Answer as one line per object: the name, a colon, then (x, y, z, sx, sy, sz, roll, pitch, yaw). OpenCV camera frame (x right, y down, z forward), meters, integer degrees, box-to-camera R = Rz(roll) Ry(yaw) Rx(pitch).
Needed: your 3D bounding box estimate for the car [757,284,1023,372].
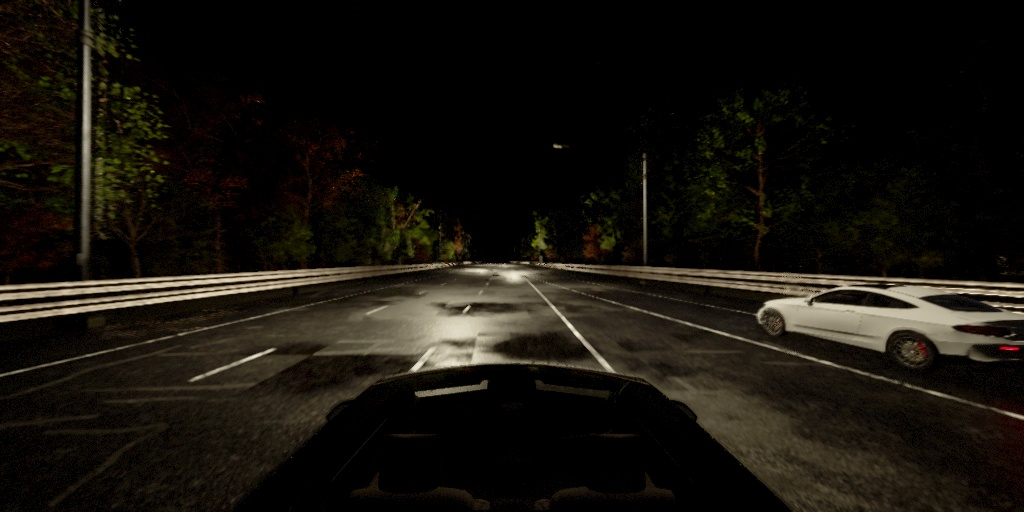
car: (7.784, 1.330, 7.783, 1.812, 1.442, 4.674, 0, 0, -9)
